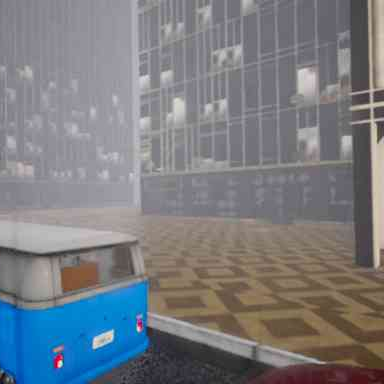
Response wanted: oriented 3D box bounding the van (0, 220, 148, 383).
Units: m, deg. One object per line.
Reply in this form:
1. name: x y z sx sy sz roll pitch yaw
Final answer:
1. van: -2.453 1.341 4.646 3.998 1.788 1.690 0 -1 36

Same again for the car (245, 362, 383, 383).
1. car: 2.062 1.582 1.422 4.206 1.307 1.802 0 -1 36
